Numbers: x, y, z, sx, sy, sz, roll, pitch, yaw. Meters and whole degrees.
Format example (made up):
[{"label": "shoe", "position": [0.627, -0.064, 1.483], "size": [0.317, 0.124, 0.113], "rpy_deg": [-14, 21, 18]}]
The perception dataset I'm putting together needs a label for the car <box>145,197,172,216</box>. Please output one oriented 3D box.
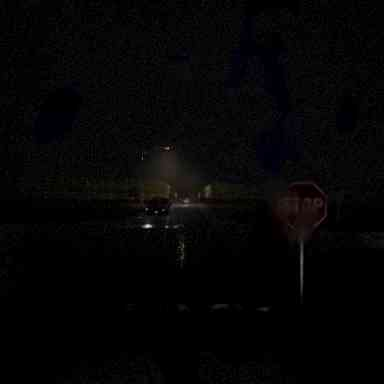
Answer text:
[{"label": "car", "position": [-2.750, 1.218, 27.977], "size": [1.837, 1.490, 4.892], "rpy_deg": [0, 3, 0]}]
